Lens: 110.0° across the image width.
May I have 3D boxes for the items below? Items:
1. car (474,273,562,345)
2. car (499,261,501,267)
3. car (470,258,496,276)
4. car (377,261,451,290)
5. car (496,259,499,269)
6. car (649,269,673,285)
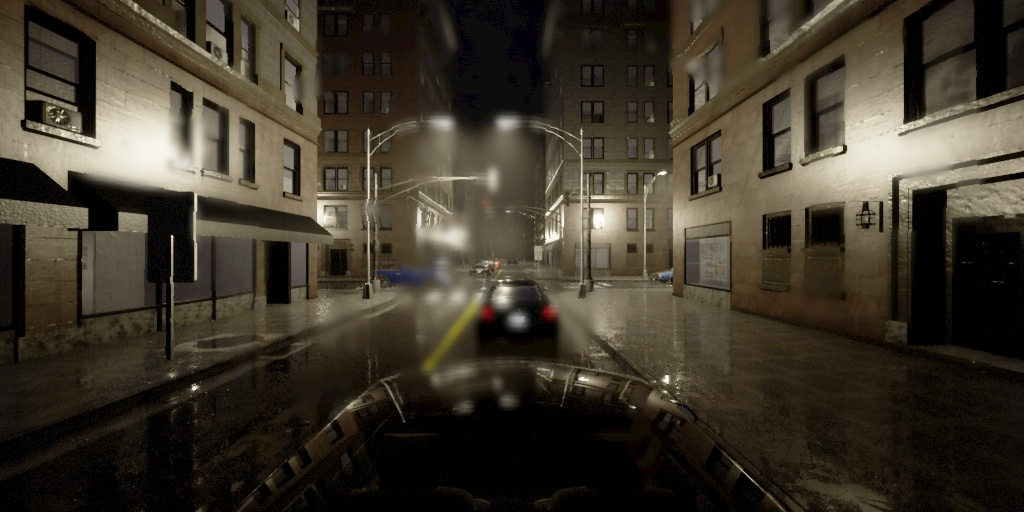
[{"bbox_3d":[0.113,1.314,9.536,1.994,1.385,4.181,0,0,-1],"label":"car"},{"bbox_3d":[-3.091,1.093,55.888,2.097,1.767,4.553,0,0,-1],"label":"car"},{"bbox_3d":[-3.098,1.240,36.363,2.128,1.511,4.902,0,0,0],"label":"car"},{"bbox_3d":[-6.090,1.109,21.934,4.553,1.767,2.097,0,0,0],"label":"car"},{"bbox_3d":[-3.103,1.294,46.106,2.033,1.411,5.357,0,0,0],"label":"car"},{"bbox_3d":[12.613,1.260,25.197,5.357,1.411,2.033,0,0,0],"label":"car"}]
